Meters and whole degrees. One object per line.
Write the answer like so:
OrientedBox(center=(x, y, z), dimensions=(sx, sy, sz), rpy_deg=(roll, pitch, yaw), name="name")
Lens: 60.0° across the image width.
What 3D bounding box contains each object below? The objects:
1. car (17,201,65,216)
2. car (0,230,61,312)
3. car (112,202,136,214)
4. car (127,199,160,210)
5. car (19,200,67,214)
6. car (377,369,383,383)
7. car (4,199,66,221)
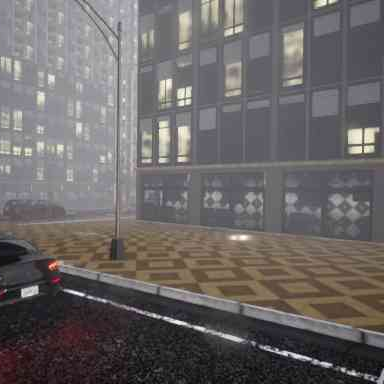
OrientedBox(center=(-16.115, 1.709, 35.712), dimensions=(1.994, 1.385, 4.181), rpy_deg=(1, 0, 36), name="car")
OrientedBox(center=(-4.630, 1.522, 6.976), dimensions=(4.674, 1.442, 1.812), rpy_deg=(0, 0, 35), name="car")
OrientedBox(center=(-6.930, 1.830, 38.425), dimensions=(1.752, 1.417, 4.829), rpy_deg=(1, 0, 36), name="car")
OrientedBox(center=(-6.949, 1.784, 48.130), dimensions=(1.837, 1.490, 4.892), rpy_deg=(1, 0, 37), name="car")
OrientedBox(center=(-17.226, 1.643, 38.582), dimensions=(1.752, 1.417, 4.829), rpy_deg=(1, 0, 36), name="car")
OrientedBox(center=(3.259, 1.353, 1.362), dimensions=(4.553, 1.767, 2.097), rpy_deg=(0, 0, 35), name="car")
OrientedBox(center=(-13.722, 1.520, 29.209), dimensions=(2.192, 1.841, 5.009), rpy_deg=(1, 0, 36), name="car")
